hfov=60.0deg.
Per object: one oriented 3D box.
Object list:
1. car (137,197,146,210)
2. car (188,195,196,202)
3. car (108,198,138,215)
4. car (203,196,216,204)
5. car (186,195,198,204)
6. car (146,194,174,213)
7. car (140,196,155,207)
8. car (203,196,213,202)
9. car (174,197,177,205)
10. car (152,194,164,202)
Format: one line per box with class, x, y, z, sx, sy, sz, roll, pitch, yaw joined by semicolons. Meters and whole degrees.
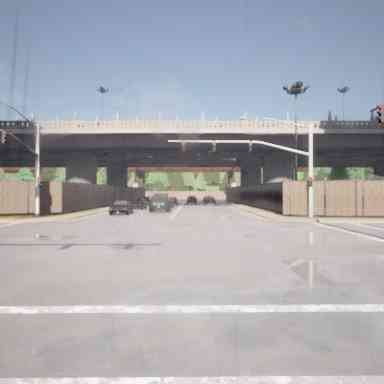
car;-7.092;1.498;43.515;1.837;1.490;4.892;0;0;0
car;-0.003;1.488;73.816;1.837;1.490;4.892;0;0;0
car;-7.117;1.542;33.895;2.033;1.411;5.357;0;0;-3
car;3.498;1.516;63.830;1.812;1.442;4.674;0;0;0
car;-0.002;1.495;63.455;1.837;1.490;4.892;0;0;0
car;-3.594;1.216;38.075;2.150;2.045;5.566;0;0;-1
car;-7.088;1.496;53.642;1.837;1.490;4.892;0;0;0
car;3.497;1.541;73.817;1.994;1.385;4.181;0;0;0
car;-3.580;1.497;47.888;1.837;1.490;4.892;0;0;0
car;-7.003;1.183;68.742;2.033;1.411;5.357;0;0;0
